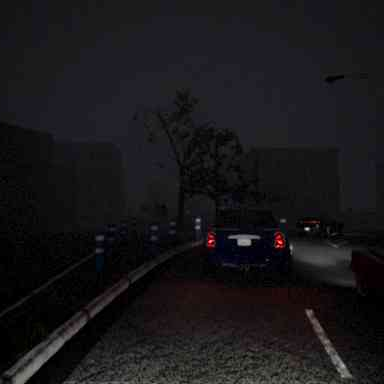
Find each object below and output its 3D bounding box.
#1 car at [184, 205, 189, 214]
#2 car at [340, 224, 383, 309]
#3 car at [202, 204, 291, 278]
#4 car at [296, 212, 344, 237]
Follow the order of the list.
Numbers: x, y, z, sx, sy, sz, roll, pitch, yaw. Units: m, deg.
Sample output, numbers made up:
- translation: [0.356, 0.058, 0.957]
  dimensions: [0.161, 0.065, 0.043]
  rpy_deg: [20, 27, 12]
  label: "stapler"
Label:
- translation: [-2.326, 4.623, 79.692]
  dimensions: [1.895, 1.301, 4.718]
  rpy_deg: [0, 1, 2]
  label: "car"
- translation: [3.894, 1.455, 4.641]
  dimensions: [1.895, 1.301, 4.718]
  rpy_deg: [-1, 2, 6]
  label: "car"
- translation: [1.665, 1.174, 9.716]
  dimensions: [2.097, 1.767, 4.553]
  rpy_deg: [-1, 0, 13]
  label: "car"
- translation: [8.509, 2.123, 21.833]
  dimensions: [1.837, 1.490, 4.892]
  rpy_deg: [-4, -6, 41]
  label: "car"
